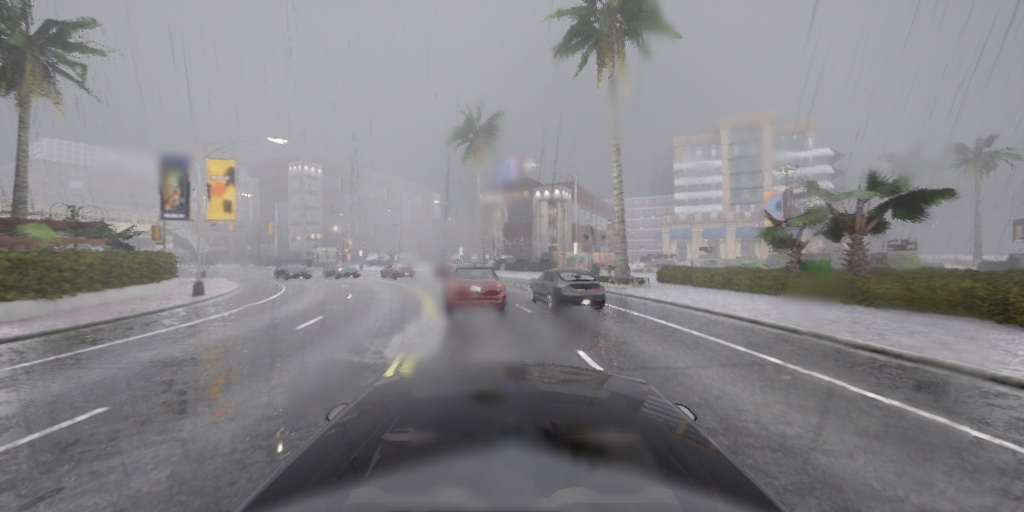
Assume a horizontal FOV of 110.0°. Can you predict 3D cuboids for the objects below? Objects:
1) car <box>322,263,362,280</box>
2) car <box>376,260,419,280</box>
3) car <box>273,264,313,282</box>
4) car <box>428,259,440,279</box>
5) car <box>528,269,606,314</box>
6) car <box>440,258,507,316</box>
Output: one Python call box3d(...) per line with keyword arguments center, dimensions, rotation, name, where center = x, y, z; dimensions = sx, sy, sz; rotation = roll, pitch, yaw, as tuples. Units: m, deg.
box3d(center=(-15.278, 1.352, 31.992), dimensions=(2.033, 1.411, 5.357), rotation=(0, 0, -44), name="car")
box3d(center=(-9.993, 1.314, 31.355), dimensions=(1.812, 1.442, 4.674), rotation=(0, 0, -38), name="car")
box3d(center=(-18.829, 1.362, 30.685), dimensions=(5.357, 1.411, 2.033), rotation=(0, 0, 44), name="car")
box3d(center=(-5.316, 1.253, 30.865), dimensions=(1.882, 1.535, 5.008), rotation=(0, 0, -34), name="car")
box3d(center=(1.962, 1.253, 14.012), dimensions=(1.837, 1.490, 4.892), rotation=(0, 0, -11), name="car")
box3d(center=(-1.573, 1.111, 13.775), dimensions=(2.097, 1.767, 4.553), rotation=(0, 0, -12), name="car")
